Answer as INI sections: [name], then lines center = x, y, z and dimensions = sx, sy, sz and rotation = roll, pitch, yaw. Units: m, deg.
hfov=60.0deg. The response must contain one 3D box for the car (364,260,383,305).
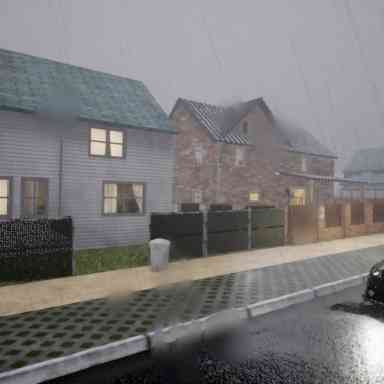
[car]
center = 5.364, 1.569, 6.770
dimensions = 4.181, 1.385, 1.994
rotation = 0, 0, -35
